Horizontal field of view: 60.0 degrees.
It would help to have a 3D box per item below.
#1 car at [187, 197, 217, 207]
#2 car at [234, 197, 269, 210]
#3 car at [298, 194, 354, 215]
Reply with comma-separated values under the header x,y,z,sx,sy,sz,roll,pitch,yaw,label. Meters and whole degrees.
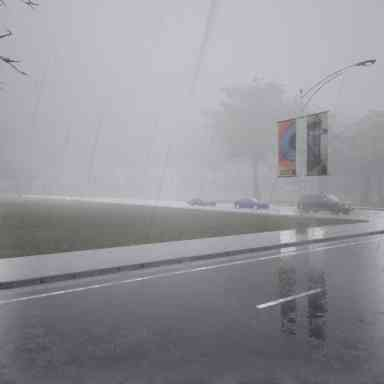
x,y,z,sx,sy,sz,roll,pitch,yaw,label
1.424,1.484,50.569,2.033,1.411,5.357,0,0,-36,car
7.507,1.445,42.223,1.882,1.535,5.008,0,0,-36,car
13.518,1.224,33.989,2.150,2.045,5.566,0,0,-36,car
